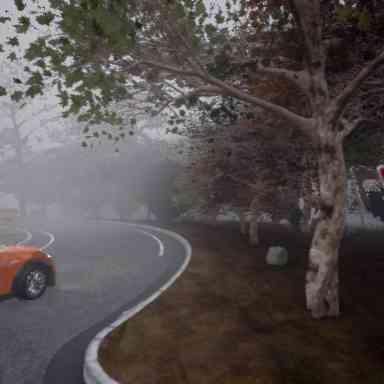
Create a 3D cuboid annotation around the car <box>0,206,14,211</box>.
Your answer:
[{"bbox_3d":[-17.288,1.800,27.727,5.008,1.535,1.882,0,-1,13],"label":"car"}]

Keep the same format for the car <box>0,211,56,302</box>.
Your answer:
[{"bbox_3d":[-4.851,1.432,6.208,2.097,1.767,4.553,-1,0,25],"label":"car"}]
